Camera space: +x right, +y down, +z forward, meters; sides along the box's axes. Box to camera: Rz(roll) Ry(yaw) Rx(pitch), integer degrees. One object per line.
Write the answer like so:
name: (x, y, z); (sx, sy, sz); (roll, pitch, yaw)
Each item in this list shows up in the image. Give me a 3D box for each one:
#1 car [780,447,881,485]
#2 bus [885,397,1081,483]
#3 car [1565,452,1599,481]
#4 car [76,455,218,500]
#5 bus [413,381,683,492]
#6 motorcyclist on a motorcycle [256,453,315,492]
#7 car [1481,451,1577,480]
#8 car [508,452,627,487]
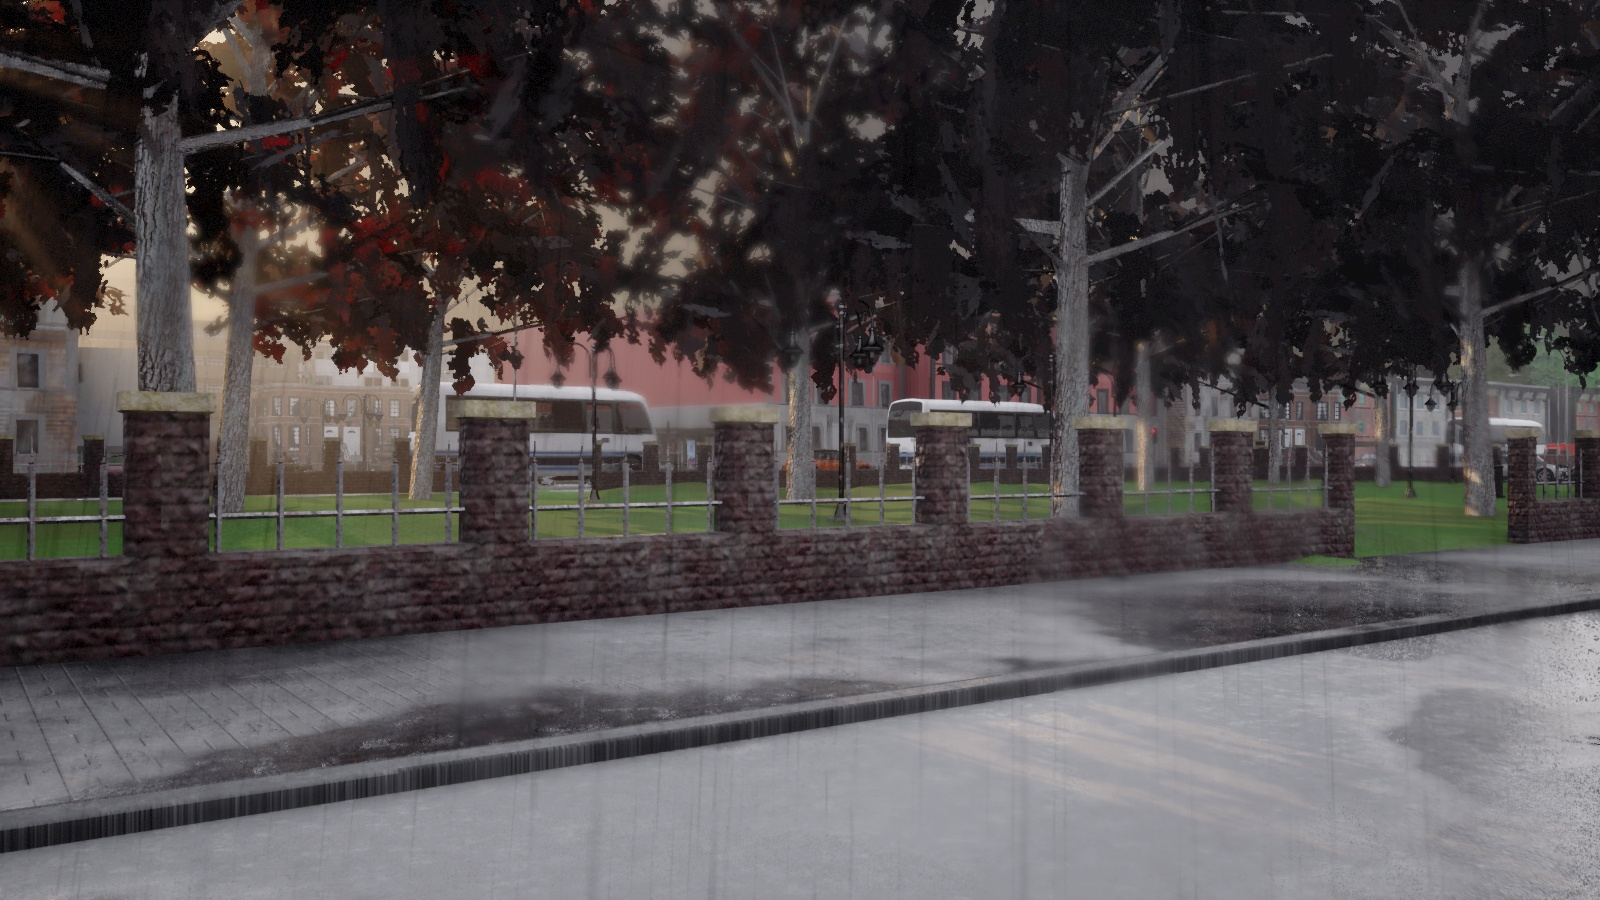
car: (1.492, 0.748, 60.621); (4.553, 1.767, 2.097); (0, 0, -35)
bus: (9.780, -0.490, 66.470); (10.273, 4.253, 3.944); (0, 0, -34)
car: (41.944, 0.828, 64.906); (1.845, 1.501, 3.633); (0, 0, -35)
car: (-22.687, 0.913, 43.677); (4.193, 1.474, 1.816); (0, 0, -35)
bus: (-10.356, -0.482, 52.315); (10.273, 4.253, 3.944); (0, 0, -35)
motorcyclist on a motorcycle: (-20.505, 0.893, 50.092); (2.044, 1.523, 0.797); (0, 0, -35)
car: (37.564, 0.789, 64.729); (1.970, 1.475, 3.806); (0, 0, -37)
car: (-10.540, 0.863, 57.072); (4.902, 1.511, 2.128); (0, 0, -35)
